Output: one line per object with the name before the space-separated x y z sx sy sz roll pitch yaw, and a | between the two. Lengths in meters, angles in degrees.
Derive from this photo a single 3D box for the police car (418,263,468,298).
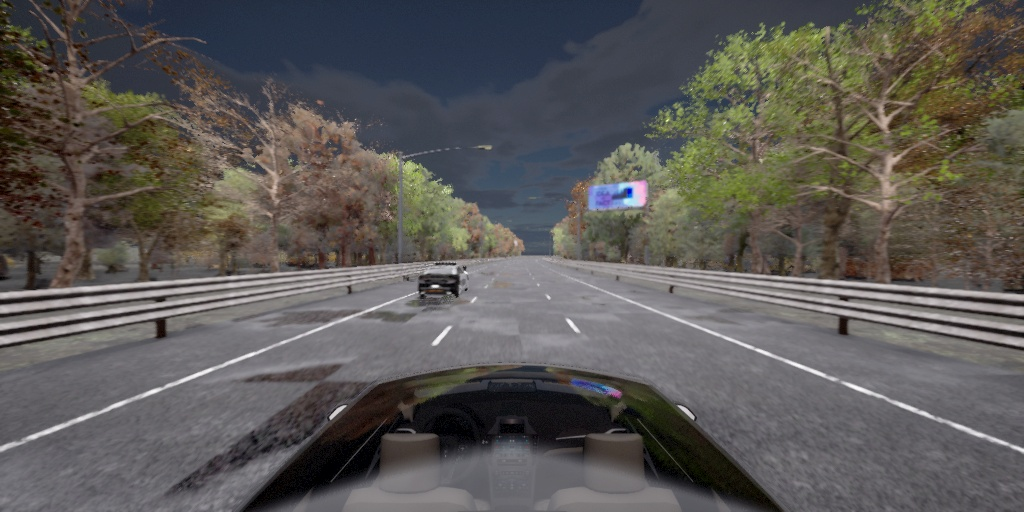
police car | -3.457 1.182 18.801 1.930 1.638 5.238 0 0 0
